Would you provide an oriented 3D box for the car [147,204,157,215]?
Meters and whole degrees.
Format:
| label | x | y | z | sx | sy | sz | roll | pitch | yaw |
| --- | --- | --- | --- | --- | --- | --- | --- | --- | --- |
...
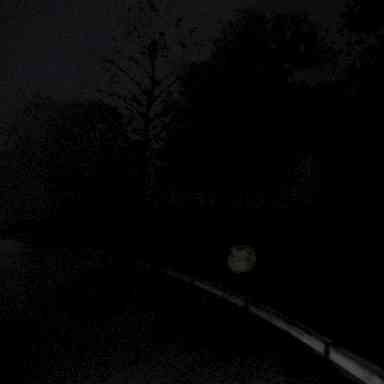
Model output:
| label | x | y | z | sx | sy | sz | roll | pitch | yaw |
| --- | --- | --- | --- | --- | --- | --- | --- | --- | --- |
| car | -5.722 | 1.555 | 33.294 | 5.008 | 1.535 | 1.882 | -1 | 0 | -8 |
